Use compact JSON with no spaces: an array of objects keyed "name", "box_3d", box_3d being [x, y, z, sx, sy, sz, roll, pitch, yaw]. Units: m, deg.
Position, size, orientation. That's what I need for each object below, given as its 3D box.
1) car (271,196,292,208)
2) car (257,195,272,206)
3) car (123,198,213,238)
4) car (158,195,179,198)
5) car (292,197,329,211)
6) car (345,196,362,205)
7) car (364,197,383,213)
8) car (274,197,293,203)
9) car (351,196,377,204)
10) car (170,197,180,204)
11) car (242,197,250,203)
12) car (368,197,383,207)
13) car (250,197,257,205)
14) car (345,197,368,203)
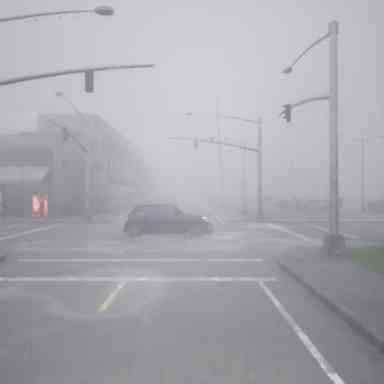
[{"name":"car","box_3d":[14.157,1.466,46.279,5.027,1.636,2.152,0,0,0]},{"name":"car","box_3d":[14.153,1.472,59.074,3.866,1.878,1.905,0,0,0]},{"name":"car","box_3d":[-1.195,1.375,17.334,4.553,1.767,2.097,-1,0,0]},{"name":"car","box_3d":[-3.584,1.560,52.085,2.150,2.045,5.566,0,-1,0]},{"name":"car","box_3d":[14.482,1.504,39.861,3.806,1.475,1.970,0,0,0]},{"name":"car","box_3d":[32.289,1.756,65.593,3.633,1.501,1.845,0,0,0]},{"name":"car","box_3d":[21.532,1.546,36.200,4.514,1.523,2.007,0,0,0]},{"name":"car","box_3d":[21.294,1.898,77.582,3.806,1.475,1.970,0,0,0]},{"name":"car","box_3d":[39.960,1.842,77.441,5.027,1.636,2.152,0,0,0]},{"name":"car","box_3d":[-3.512,1.726,68.733,1.882,1.535,5.008,0,0,0]},{"name":"car","box_3d":[13.872,1.907,80.561,3.633,1.501,1.845,0,0,0]},{"name":"car","box_3d":[32.250,1.670,55.601,4.514,1.523,2.007,0,0,0]},{"name":"car","box_3d":[13.740,1.511,61.979,4.605,1.855,1.932,0,0,0]},{"name":"car","box_3d":[39.906,1.871,80.578,4.514,1.523,2.007,0,0,0]}]
